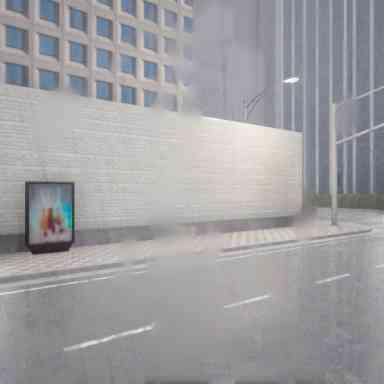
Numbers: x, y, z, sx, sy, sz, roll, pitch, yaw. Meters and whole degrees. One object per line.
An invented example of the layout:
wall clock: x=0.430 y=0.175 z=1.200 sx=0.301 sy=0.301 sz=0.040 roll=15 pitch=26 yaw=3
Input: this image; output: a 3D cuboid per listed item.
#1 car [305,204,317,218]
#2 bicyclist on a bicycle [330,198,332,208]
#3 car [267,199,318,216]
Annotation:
car: x=9.053 y=1.533 z=30.755 sx=1.882 sy=1.535 sz=5.008 roll=0 pitch=0 yaw=-36
bicyclist on a bicycle: x=18.659 y=1.356 z=43.935 sx=1.656 sy=1.620 sz=0.582 roll=0 pitch=0 yaw=-36
car: x=10.434 y=1.547 z=34.841 sx=2.128 sy=1.511 sz=4.902 roll=0 pitch=0 yaw=-36
